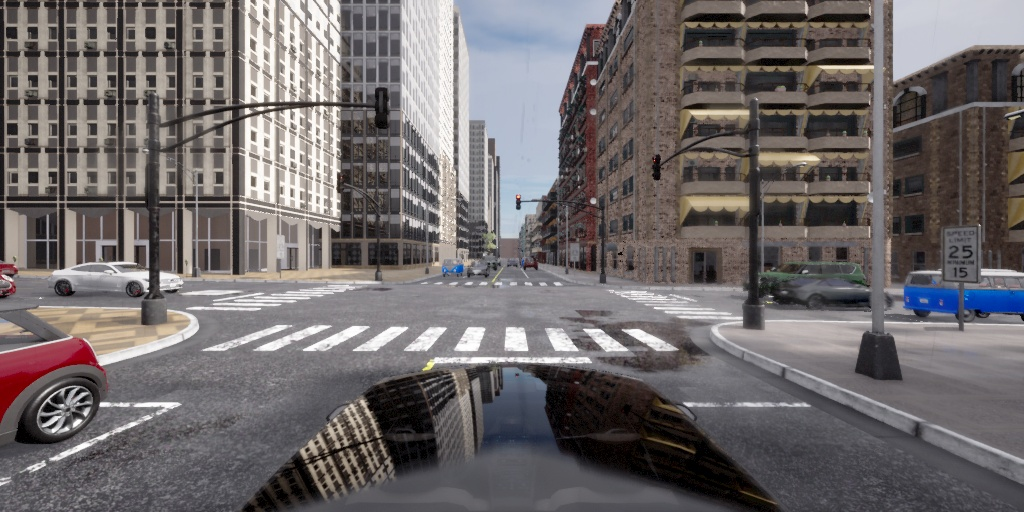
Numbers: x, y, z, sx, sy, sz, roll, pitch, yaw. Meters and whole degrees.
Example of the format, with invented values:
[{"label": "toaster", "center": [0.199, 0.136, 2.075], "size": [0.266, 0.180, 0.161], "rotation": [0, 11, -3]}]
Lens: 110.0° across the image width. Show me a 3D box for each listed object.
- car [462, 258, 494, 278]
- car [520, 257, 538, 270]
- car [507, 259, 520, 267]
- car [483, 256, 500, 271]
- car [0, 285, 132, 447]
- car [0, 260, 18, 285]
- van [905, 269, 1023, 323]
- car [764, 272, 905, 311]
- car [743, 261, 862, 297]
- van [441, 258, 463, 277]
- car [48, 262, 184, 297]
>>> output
[{"label": "car", "center": [-3.120, 1.247, 33.977], "size": [2.128, 1.511, 4.902], "rotation": [0, 0, 0]}, {"label": "car", "center": [2.661, 1.079, 51.502], "size": [2.192, 1.841, 5.009], "rotation": [0, 0, 0]}, {"label": "car", "center": [0.062, 1.373, 64.520], "size": [1.895, 1.301, 4.718], "rotation": [0, 0, 0]}, {"label": "car", "center": [-3.125, 0.985, 48.854], "size": [2.150, 2.045, 5.566], "rotation": [0, 0, 0]}, {"label": "car", "center": [-5.691, 1.190, 2.369], "size": [1.967, 1.591, 4.097], "rotation": [0, 0, 0]}, {"label": "car", "center": [-21.154, 0.818, 13.128], "size": [4.097, 1.591, 1.967], "rotation": [0, 0, 0]}, {"label": "van", "center": [16.905, 1.453, 13.099], "size": [3.998, 1.789, 1.690], "rotation": [0, 0, 0]}, {"label": "car", "center": [14.066, 1.618, 15.851], "size": [4.181, 1.385, 1.994], "rotation": [1, 0, 0]}, {"label": "car", "center": [15.449, 1.297, 19.020], "size": [5.566, 2.045, 2.150], "rotation": [1, 0, 0]}, {"label": "van", "center": [-5.710, 1.097, 34.843], "size": [1.690, 1.789, 3.998], "rotation": [0, 0, 0]}, {"label": "car", "center": [-17.274, 0.975, 15.724], "size": [4.674, 1.442, 1.812], "rotation": [1, 0, -2]}]
